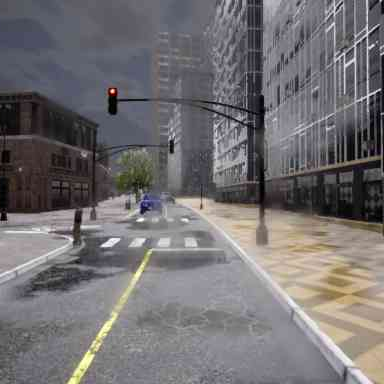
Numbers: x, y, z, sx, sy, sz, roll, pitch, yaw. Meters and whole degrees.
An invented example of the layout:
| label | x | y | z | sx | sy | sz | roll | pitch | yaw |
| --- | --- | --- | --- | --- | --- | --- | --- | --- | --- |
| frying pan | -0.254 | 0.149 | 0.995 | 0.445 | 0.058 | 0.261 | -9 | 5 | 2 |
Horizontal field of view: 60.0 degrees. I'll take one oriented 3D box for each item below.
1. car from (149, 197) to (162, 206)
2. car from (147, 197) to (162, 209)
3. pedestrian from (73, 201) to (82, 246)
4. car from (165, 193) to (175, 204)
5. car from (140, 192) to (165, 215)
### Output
| label | x | y | z | sx | sy | sz | roll | pitch | yaw |
| --- | --- | --- | --- | --- | --- | --- | --- | --- | --- |
| car | -6.116 | 1.555 | 55.549 | 1.994 | 1.385 | 4.181 | 0 | 0 | -6 |
| car | -5.051 | 1.472 | 45.266 | 1.882 | 1.535 | 5.008 | 0 | 0 | -5 |
| pedestrian | -4.718 | 1.295 | 13.730 | 0.375 | 1.860 | 0.375 | 1 | -1 | -2 |
| car | -4.305 | 1.499 | 64.333 | 1.837 | 1.490 | 4.892 | 0 | 0 | -8 |
| car | -4.191 | 1.219 | 34.934 | 2.150 | 2.045 | 5.566 | 0 | 0 | -4 |
